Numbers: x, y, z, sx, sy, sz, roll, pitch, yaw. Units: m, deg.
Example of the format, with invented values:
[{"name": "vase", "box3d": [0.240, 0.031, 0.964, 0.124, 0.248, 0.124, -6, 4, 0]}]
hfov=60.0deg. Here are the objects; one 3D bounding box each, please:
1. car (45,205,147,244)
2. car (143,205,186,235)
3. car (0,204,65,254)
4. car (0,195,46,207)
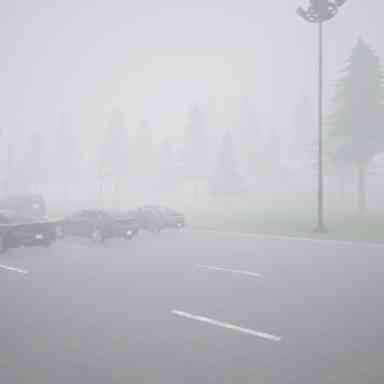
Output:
[{"name": "car", "box3d": [-4.677, 1.508, 15.849, 4.892, 1.490, 1.837, 0, 0, 36]}, {"name": "car", "box3d": [-2.616, 1.494, 18.677, 4.902, 1.511, 2.128, 0, 0, 36]}, {"name": "car", "box3d": [-7.597, 1.480, 13.646, 5.008, 1.535, 1.882, 0, 0, 36]}, {"name": "car", "box3d": [-13.927, 1.227, 26.735, 5.566, 2.045, 2.150, 0, 0, 36]}]
